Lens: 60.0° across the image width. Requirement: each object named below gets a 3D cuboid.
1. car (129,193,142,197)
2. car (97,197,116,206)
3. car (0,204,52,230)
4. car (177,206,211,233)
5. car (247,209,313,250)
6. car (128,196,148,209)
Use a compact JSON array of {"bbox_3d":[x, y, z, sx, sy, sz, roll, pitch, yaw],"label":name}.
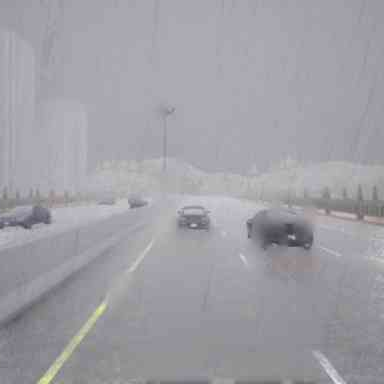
[{"bbox_3d":[-10.524,1.237,62.514,2.150,2.045,5.566,0,0,1],"label":"car"},{"bbox_3d":[-14.049,1.562,55.043,2.033,1.411,5.357,0,0,1],"label":"car"},{"bbox_3d":[-10.595,1.531,21.329,1.812,1.442,4.674,0,0,0],"label":"car"},{"bbox_3d":[0.097,1.531,19.354,1.812,1.442,4.674,0,0,0],"label":"car"},{"bbox_3d":[3.598,1.482,14.395,1.882,1.535,5.008,0,0,0],"label":"car"},{"bbox_3d":[-7.090,1.613,44.817,1.895,1.301,4.718,0,0,0],"label":"car"}]
